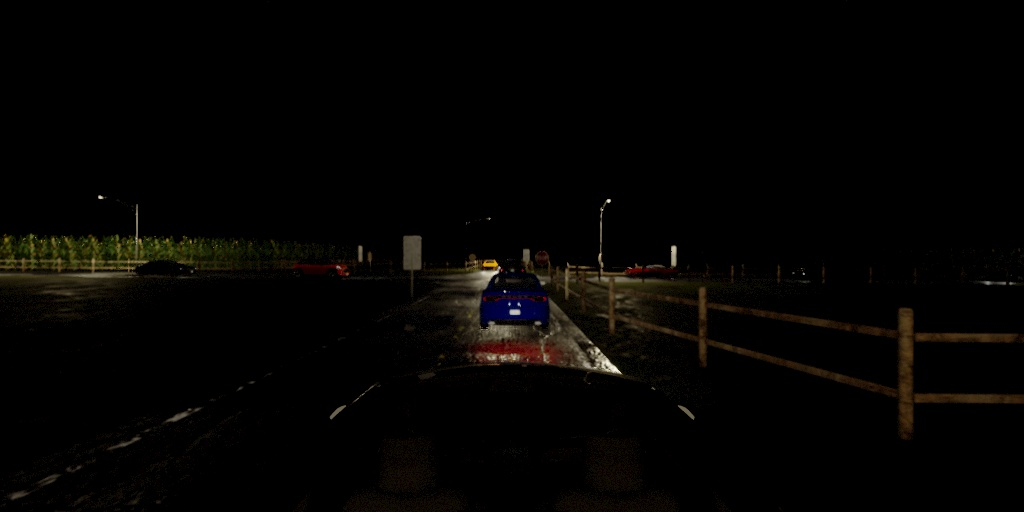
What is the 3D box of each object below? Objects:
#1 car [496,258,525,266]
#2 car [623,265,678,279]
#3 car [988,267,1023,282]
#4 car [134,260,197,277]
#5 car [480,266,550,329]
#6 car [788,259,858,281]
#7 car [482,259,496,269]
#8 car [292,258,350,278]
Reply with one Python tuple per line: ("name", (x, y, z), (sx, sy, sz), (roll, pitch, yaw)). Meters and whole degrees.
("car", (0.021, 1.145, 29.375), (2.097, 1.767, 4.553), (0, 0, 0))
("car", (13.398, 1.522, 34.828), (4.718, 1.301, 1.895), (0, 0, 0))
("car", (49.098, 1.804, 34.493), (4.892, 1.490, 1.837), (1, 0, 0))
("car", (-31.040, 1.098, 32.186), (4.674, 1.442, 1.812), (0, 0, 0))
("car", (0.073, 1.243, 11.405), (1.882, 1.535, 5.008), (0, 0, 0))
("car", (30.044, 1.287, 34.719), (5.566, 2.045, 2.150), (0, 0, 0))
("car", (-2.979, 1.303, 49.207), (1.882, 1.535, 5.008), (0, 0, 0))
("car", (-16.979, 1.036, 32.088), (4.553, 1.767, 2.097), (0, 0, 0))
